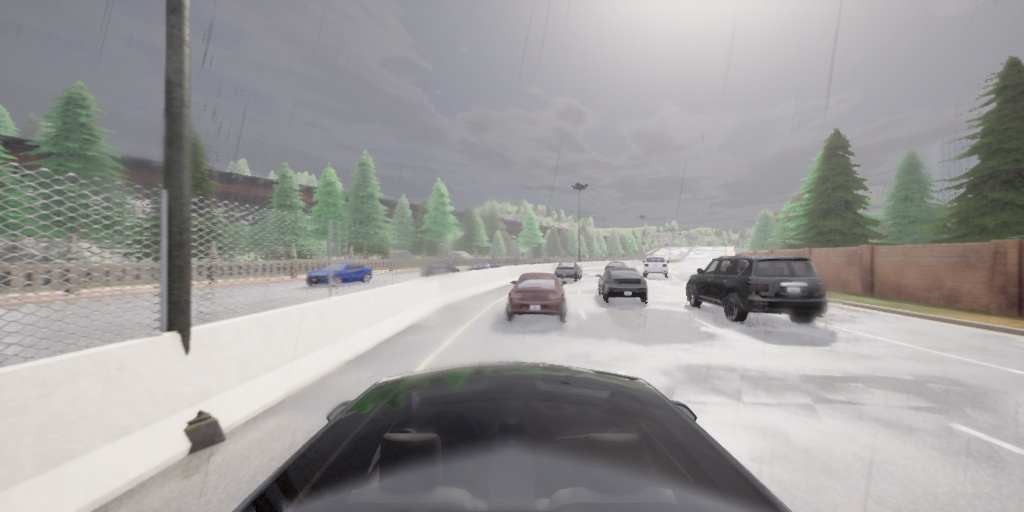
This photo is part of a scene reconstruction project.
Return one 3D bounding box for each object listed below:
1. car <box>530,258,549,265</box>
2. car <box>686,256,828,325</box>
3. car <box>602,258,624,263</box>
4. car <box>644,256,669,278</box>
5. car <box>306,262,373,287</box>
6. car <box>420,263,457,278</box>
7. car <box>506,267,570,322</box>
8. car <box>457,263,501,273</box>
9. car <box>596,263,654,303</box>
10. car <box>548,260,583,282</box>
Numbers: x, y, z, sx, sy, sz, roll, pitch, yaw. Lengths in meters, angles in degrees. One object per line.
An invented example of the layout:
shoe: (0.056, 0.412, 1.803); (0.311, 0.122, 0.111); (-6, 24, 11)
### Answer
car: (4.980, 1.122, 62.851); (2.097, 1.767, 4.553); (0, 0, 32)
car: (7.910, 1.006, 12.282); (2.150, 2.045, 5.566); (0, 0, 7)
car: (10.142, 1.271, 34.580); (1.882, 1.535, 5.008); (0, 0, 21)
car: (14.388, 1.033, 35.800); (2.150, 2.045, 5.566); (0, 0, 23)
car: (-11.426, 1.177, 24.083); (1.882, 1.535, 5.008); (0, 0, 13)
car: (-6.096, 1.286, 30.790); (1.994, 1.385, 4.181); (0, 0, 17)
car: (0.910, 1.279, 12.319); (1.812, 1.442, 4.674); (0, 0, 7)
car: (-2.436, 1.286, 31.112); (2.033, 1.411, 5.357); (0, 0, 17)
car: (5.158, 1.277, 17.041); (1.837, 1.490, 4.892); (0, 0, 10)
car: (4.713, 1.261, 29.717); (2.128, 1.511, 4.902); (0, 0, 17)
